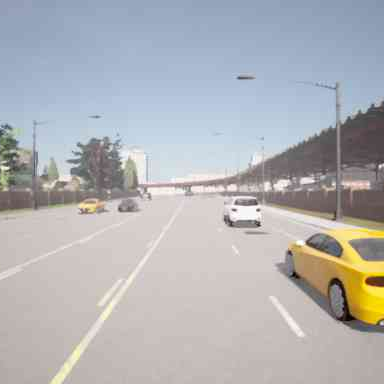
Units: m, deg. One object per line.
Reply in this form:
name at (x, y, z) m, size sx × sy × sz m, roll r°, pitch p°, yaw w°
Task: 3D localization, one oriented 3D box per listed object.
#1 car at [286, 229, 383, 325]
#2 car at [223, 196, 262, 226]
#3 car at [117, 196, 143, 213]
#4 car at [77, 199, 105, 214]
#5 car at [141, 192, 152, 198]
car at (3.551, 1.548, 7.398) m, size 1.882 × 1.535 × 5.008 m, roll 0°, pitch 0°, yaw 1°
car at (3.564, 1.306, 24.160) m, size 2.150 × 2.045 × 5.566 m, roll 0°, pitch 1°, yaw 0°
car at (-7.093, 1.496, 37.354) m, size 1.837 × 1.490 × 4.892 m, roll 0°, pitch 0°, yaw 0°
car at (-10.598, 1.483, 35.229) m, size 1.882 × 1.535 × 5.008 m, roll 0°, pitch 1°, yaw 0°
car at (-10.499, 0.795, 77.024) m, size 2.150 × 2.045 × 5.566 m, roll 0°, pitch 0°, yaw 0°
